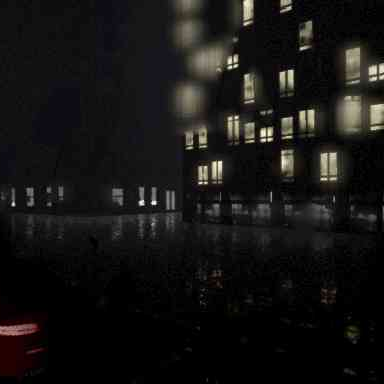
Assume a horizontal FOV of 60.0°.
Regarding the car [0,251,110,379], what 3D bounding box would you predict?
[{"bbox_3d":[-3.027,1.581,5.042,4.206,1.307,1.802,0,-1,36],"label":"car"}]
